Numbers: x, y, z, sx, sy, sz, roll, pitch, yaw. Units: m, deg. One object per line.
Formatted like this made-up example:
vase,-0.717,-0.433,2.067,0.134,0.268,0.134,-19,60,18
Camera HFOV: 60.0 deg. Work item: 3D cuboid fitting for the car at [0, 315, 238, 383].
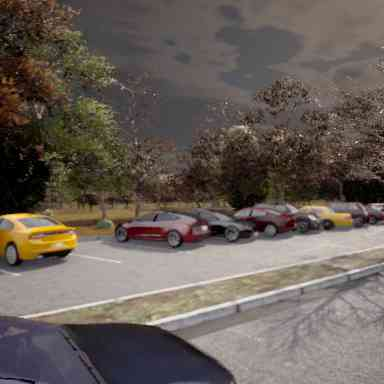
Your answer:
car,-1.536,1.564,2.060,4.181,1.385,1.994,0,0,-36

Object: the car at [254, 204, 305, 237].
car,3.370,1.597,18.770,5.008,1.535,2.097,-1,-1,33

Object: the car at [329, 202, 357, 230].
car,7.904,1.636,22.482,5.366,1.575,1.946,-1,-1,32

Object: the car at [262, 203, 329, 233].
car,5.696,1.492,20.596,4.553,1.767,2.185,-1,-1,33

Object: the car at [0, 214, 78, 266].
car,-6.151,1.521,11.716,5.008,1.535,2.097,-1,-1,34

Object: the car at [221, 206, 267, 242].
car,1.032,1.608,16.979,4.792,1.488,2.163,-1,-1,33

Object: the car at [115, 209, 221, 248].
car,-1.404,1.589,15.238,4.792,1.488,2.163,-1,-1,34

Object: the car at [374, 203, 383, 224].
car,12.718,1.716,26.046,4.674,1.452,2.002,-1,-1,32

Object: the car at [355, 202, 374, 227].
car,10.419,1.530,24.194,4.553,1.767,2.185,-1,-1,32
